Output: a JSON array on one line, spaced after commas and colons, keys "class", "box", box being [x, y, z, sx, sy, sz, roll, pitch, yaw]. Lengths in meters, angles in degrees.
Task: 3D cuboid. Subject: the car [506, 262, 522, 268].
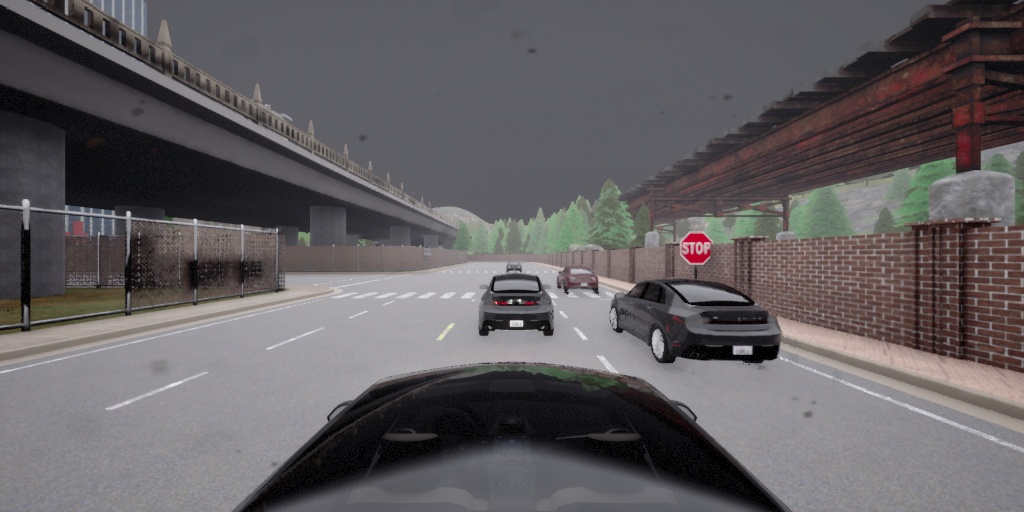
[{"class": "car", "box": [0.237, 1.351, 44.773, 1.895, 1.301, 4.718, 0, 0, 0]}]

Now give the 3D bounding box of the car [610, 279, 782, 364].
[{"class": "car", "box": [3.603, 1.252, 8.021, 1.837, 1.490, 4.892, 0, -1, 0]}]

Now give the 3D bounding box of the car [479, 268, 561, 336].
[{"class": "car", "box": [0.105, 1.255, 10.378, 1.837, 1.490, 4.892, 0, 0, 0]}]

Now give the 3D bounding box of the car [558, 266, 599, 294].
[{"class": "car", "box": [3.661, 1.276, 20.350, 1.812, 1.442, 4.674, 0, 0, 0]}]
